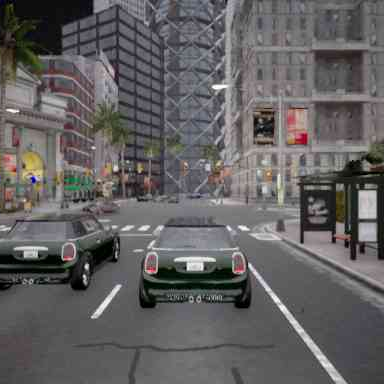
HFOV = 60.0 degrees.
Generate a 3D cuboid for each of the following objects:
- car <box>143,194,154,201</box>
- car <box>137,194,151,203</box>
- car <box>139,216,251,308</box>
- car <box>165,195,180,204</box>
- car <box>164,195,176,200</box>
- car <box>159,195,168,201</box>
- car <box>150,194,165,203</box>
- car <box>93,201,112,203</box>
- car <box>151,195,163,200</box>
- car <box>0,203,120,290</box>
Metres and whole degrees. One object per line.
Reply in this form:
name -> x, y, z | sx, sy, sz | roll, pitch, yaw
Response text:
car -> -10.432, 1.321, 80.715 | 2.097, 1.767, 4.553 | 0, 0, 0
car -> -10.443, 1.565, 70.420 | 1.895, 1.301, 4.718 | 0, 0, 0
car -> 0.070, 1.349, 8.063 | 2.097, 1.767, 4.553 | 0, 0, 0
car -> -3.483, 1.520, 64.785 | 2.033, 1.411, 5.357 | 0, 0, 2
car -> -5.963, 1.501, 91.176 | 2.033, 1.411, 5.357 | 0, 0, 10
car -> -6.933, 1.490, 80.639 | 1.812, 1.442, 4.674 | 0, 0, 0
car -> -6.943, 1.495, 70.462 | 2.128, 1.511, 4.902 | 0, 0, 0
car -> -8.875, 1.550, 32.343 | 1.994, 1.385, 4.181 | 0, 0, 25
car -> -9.583, 1.557, 90.885 | 1.895, 1.301, 4.718 | 0, 0, 10
car -> -3.422, 1.348, 9.208 | 2.097, 1.767, 4.553 | 0, 0, 0
